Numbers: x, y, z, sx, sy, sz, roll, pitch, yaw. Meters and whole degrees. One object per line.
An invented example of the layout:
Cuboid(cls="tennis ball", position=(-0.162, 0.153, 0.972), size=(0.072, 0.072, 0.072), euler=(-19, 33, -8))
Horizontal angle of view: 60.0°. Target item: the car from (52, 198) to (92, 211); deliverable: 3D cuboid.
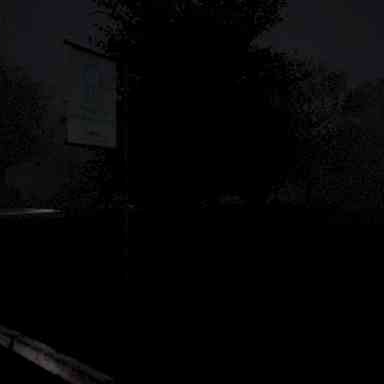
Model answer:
Cuboid(cls="car", position=(-14.366, 1.587, 41.390), size=(1.895, 1.301, 4.718), euler=(0, 0, 38))

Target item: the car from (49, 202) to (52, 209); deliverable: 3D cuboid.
Cuboid(cls="car", position=(-16.576, 1.509, 44.241), size=(1.812, 1.442, 4.674), euler=(0, 0, 38))
